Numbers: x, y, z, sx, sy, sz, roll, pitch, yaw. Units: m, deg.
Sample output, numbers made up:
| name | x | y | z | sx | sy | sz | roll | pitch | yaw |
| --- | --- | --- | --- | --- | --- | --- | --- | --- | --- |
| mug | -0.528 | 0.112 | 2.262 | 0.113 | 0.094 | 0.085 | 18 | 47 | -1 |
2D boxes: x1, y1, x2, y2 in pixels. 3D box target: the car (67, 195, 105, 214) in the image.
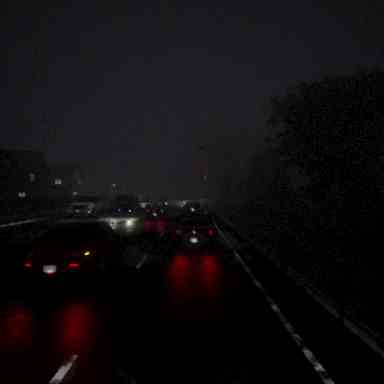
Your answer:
| name | x | y | z | sx | sy | sz | roll | pitch | yaw |
| --- | --- | --- | --- | --- | --- | --- | --- | --- | --- |
| car | -9.852 | 1.293 | 31.419 | 2.150 | 2.045 | 5.566 | 0 | 0 | 0 |

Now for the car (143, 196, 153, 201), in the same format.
| name | x | y | z | sx | sy | sz | roll | pitch | yaw |
| --- | --- | --- | --- | --- | --- | --- | --- | --- | --- |
| car | -9.763 | 1.560 | 73.911 | 1.837 | 1.490 | 4.892 | 0 | 0 | 0 |

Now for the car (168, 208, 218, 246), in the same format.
| name | x | y | z | sx | sy | sz | roll | pitch | yaw |
| --- | --- | --- | --- | --- | --- | --- | --- | --- | --- |
| car | 0.095 | 1.638 | 15.468 | 1.895 | 1.301 | 4.718 | 0 | 0 | 0 |

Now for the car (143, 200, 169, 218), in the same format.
| name | x | y | z | sx | sy | sz | roll | pitch | yaw |
| --- | --- | --- | --- | --- | --- | --- | --- | --- | --- |
| car | -3.157 | 1.671 | 30.739 | 1.895 | 1.301 | 4.718 | 0 | 0 | 0 |

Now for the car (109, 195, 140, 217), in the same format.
| name | x | y | z | sx | sy | sz | roll | pitch | yaw |
| --- | --- | --- | --- | --- | --- | --- | --- | --- | --- |
| car | -6.603 | 1.297 | 33.025 | 2.150 | 2.045 | 5.566 | 0 | 0 | 0 |

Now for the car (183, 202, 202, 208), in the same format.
| name | x | y | z | sx | sy | sz | roll | pitch | yaw |
| --- | --- | --- | --- | --- | --- | --- | --- | --- | --- |
| car | 0.092 | 1.638 | 32.635 | 1.994 | 1.385 | 4.181 | 0 | 0 | 0 |

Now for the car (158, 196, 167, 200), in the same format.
| name | x | y | z | sx | sy | sz | roll | pitch | yaw |
| --- | --- | --- | --- | --- | --- | --- | --- | --- | --- |
| car | -6.513 | 1.559 | 74.327 | 1.812 | 1.442 | 4.674 | 0 | 0 | 0 |

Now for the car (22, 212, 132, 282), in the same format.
| name | x | y | z | sx | sy | sz | roll | pitch | yaw |
| --- | --- | --- | --- | --- | --- | --- | --- | --- | --- |
| car | -3.165 | 1.549 | 9.725 | 1.812 | 1.442 | 4.674 | 0 | 0 | 0 |
